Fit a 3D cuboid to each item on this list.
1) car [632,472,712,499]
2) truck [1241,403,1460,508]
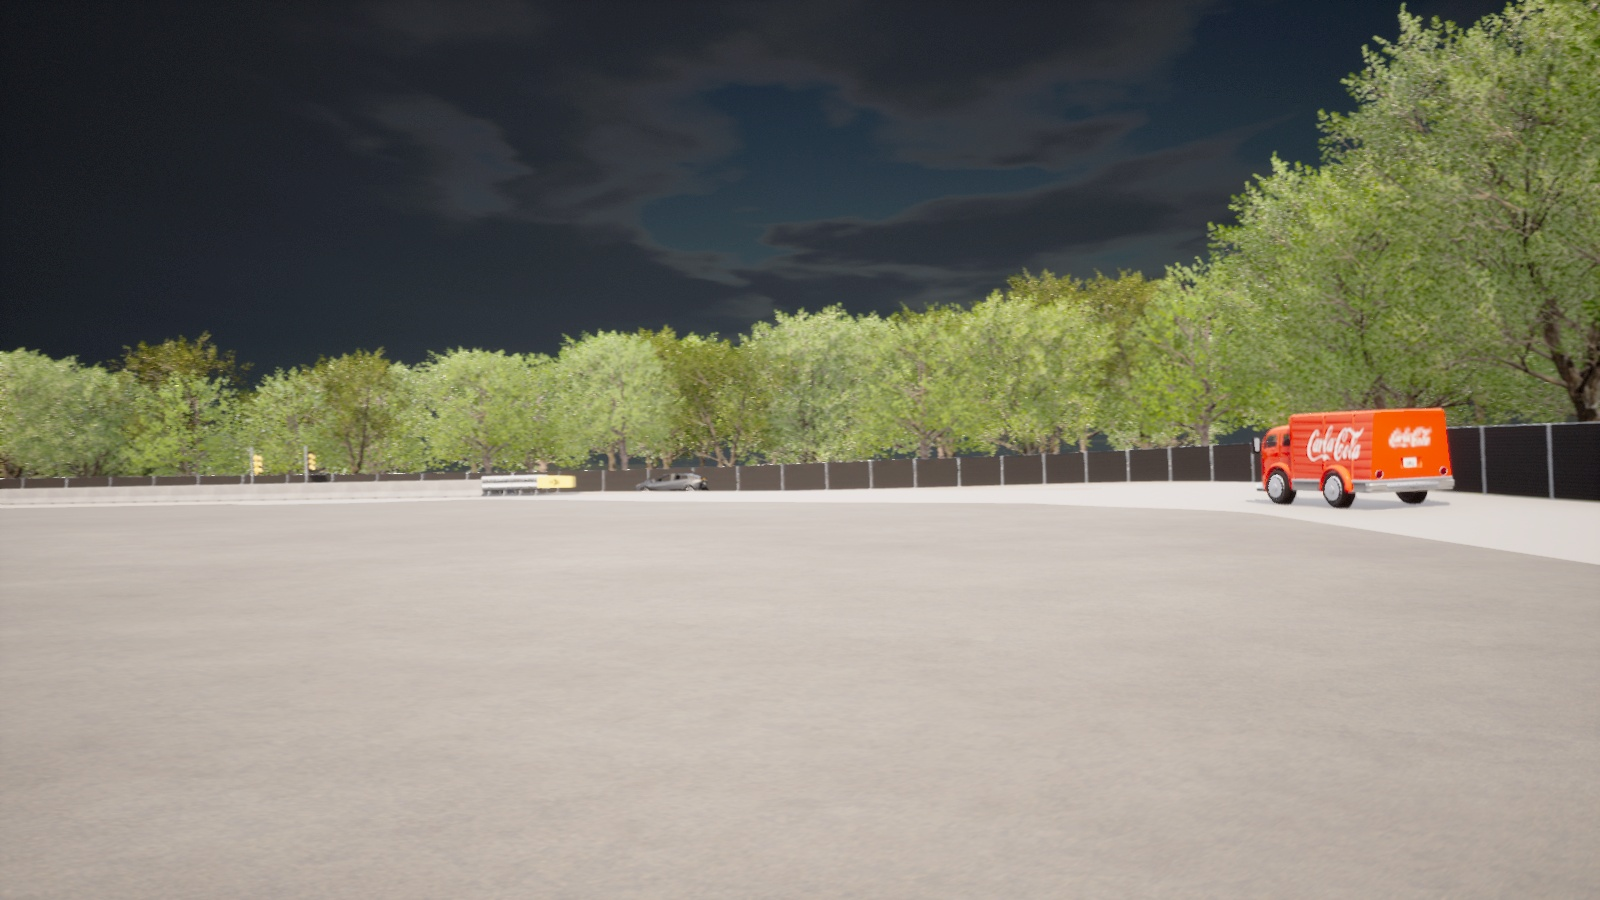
[{"bbox_3d":[-7.950,2.179,77.972,4.514,1.525,2.007,-2,-2,12],"label":"car"},{"bbox_3d":[14.386,0.151,33.262,2.627,2.467,5.204,-3,0,-13],"label":"truck"}]
